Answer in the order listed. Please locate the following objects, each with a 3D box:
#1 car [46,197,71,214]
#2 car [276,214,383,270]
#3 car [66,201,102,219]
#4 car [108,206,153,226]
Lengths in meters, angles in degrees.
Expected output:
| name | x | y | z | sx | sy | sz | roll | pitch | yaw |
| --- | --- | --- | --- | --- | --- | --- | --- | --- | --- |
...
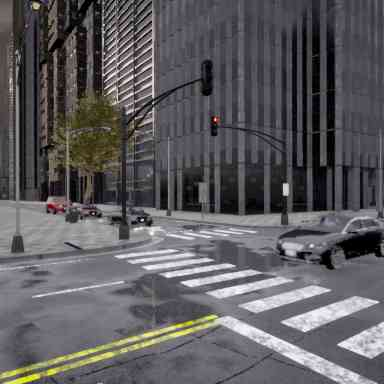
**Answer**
| name | x | y | z | sx | sy | sz | roll | pitch | yaw |
| --- | --- | --- | --- | --- | --- | --- | --- | --- | --- |
| car | -16.113 | 1.573 | 40.326 | 2.150 | 2.045 | 5.566 | 0 | 0 | -35 |
| car | 4.888 | 1.515 | 11.176 | 4.902 | 1.511 | 2.128 | 0 | 0 | -35 |
| car | -10.211 | 1.817 | 31.995 | 1.994 | 1.385 | 4.181 | 0 | 0 | -36 |
| car | -4.489 | 1.728 | 23.960 | 1.994 | 1.385 | 4.181 | 0 | 0 | -35 |
